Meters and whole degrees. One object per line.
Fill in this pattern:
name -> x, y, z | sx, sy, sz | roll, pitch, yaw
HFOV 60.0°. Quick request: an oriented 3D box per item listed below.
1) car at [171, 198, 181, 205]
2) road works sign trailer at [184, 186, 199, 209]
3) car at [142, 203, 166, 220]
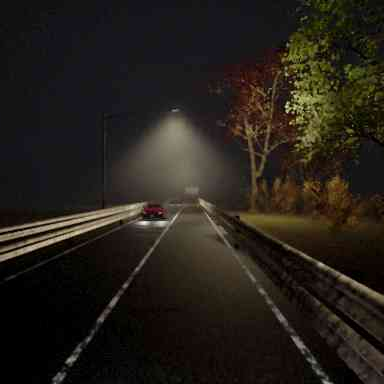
car -> -3.268, 1.988, 70.729 | 1.994, 1.385, 4.181 | 0, 0, 0
road works sign trailer -> -0.005, 0.821, 53.531 | 2.380, 3.560, 2.880 | 0, 0, 0
car -> -3.359, 1.728, 30.210 | 1.812, 1.442, 4.674 | 0, 0, 0
